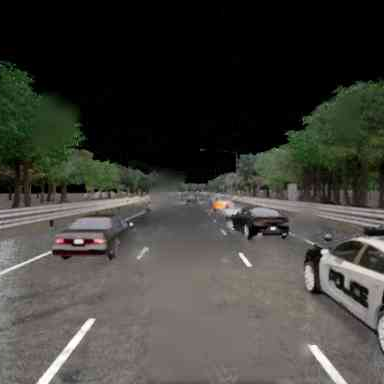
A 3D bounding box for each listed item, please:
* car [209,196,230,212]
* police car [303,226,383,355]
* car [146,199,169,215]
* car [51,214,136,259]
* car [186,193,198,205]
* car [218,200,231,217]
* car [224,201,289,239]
[{"bbox_3d":[3.483,1.301,38.713,2.097,1.767,4.553,0,0,0],"label":"car"},{"bbox_3d":[3.497,1.418,5.854,1.930,1.638,5.238,0,0,0],"label":"police car"},{"bbox_3d":[-3.416,1.448,33.295,2.128,1.511,4.902,0,0,0],"label":"car"},{"bbox_3d":[-3.408,1.533,12.503,2.033,1.411,5.357,0,0,0],"label":"car"},{"bbox_3d":[-0.024,1.424,58.880,1.837,1.490,4.892,0,0,0],"label":"car"},{"bbox_3d":[3.487,1.565,27.774,1.895,1.301,4.718,0,0,0],"label":"car"},{"bbox_3d":[3.294,1.457,17.249,1.882,1.535,5.008,0,0,-7],"label":"car"}]
